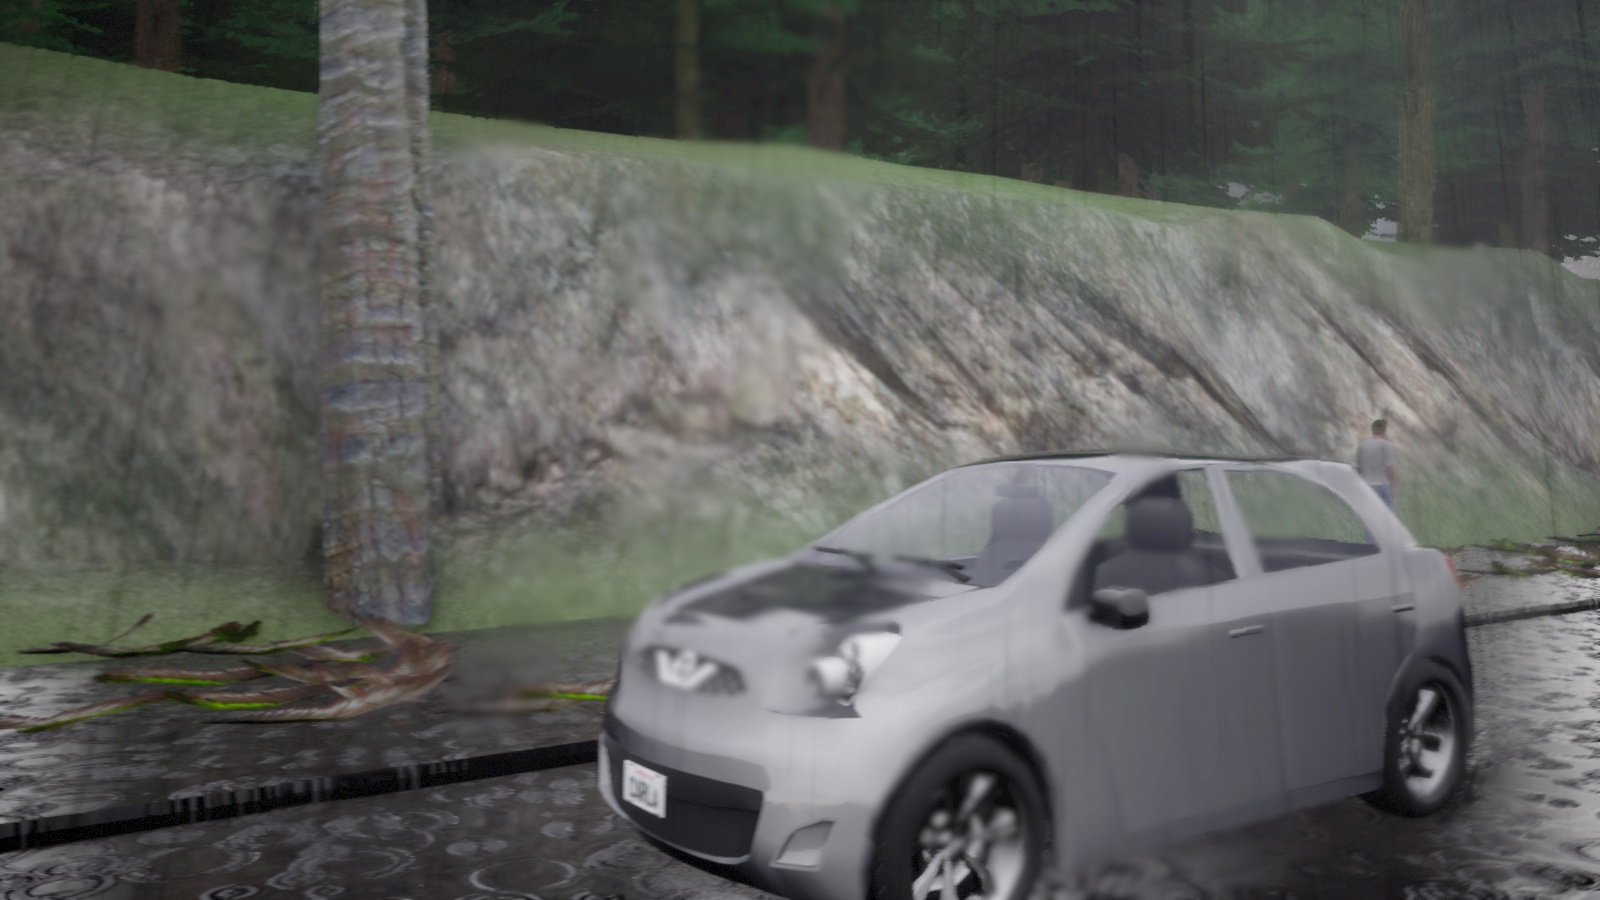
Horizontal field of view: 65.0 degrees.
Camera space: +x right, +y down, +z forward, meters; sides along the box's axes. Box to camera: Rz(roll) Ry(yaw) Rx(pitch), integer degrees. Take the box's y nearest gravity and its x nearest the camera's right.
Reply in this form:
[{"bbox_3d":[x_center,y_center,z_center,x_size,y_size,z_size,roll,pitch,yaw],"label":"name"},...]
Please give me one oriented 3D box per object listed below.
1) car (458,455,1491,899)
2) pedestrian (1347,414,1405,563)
[{"bbox_3d":[0.784,0.769,4.814,3.633,1.501,1.845,0,0,-35],"label":"car"},{"bbox_3d":[7.235,0.471,15.769,0.706,1.836,0.354,0,0,-35],"label":"pedestrian"}]
